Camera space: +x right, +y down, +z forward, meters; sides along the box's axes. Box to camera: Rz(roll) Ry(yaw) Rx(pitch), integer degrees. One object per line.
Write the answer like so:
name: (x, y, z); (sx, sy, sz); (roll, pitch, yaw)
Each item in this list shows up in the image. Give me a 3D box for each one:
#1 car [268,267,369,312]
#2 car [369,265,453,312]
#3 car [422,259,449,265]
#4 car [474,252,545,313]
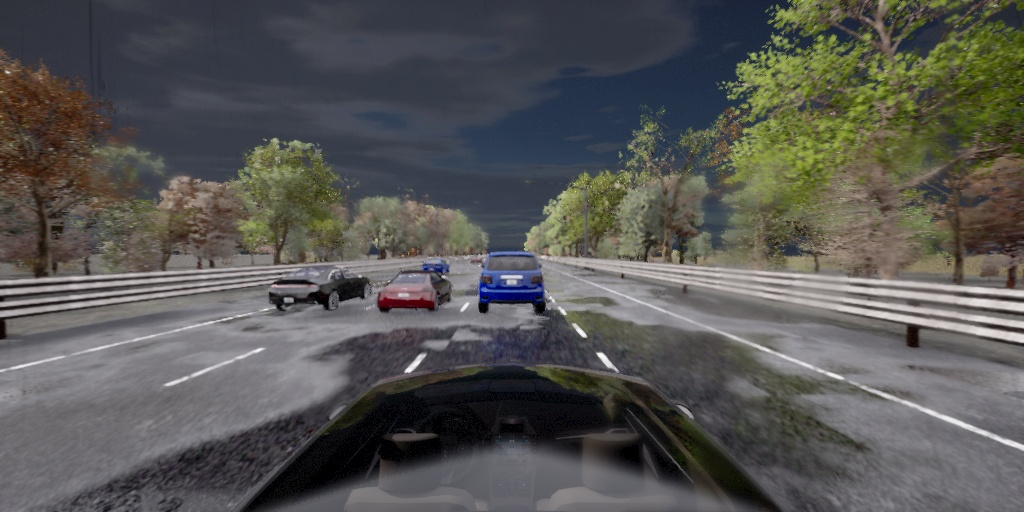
car: (-7.008, 1.150, 13.681); (2.128, 1.511, 4.902); (0, 0, 0)
car: (-3.507, 1.217, 13.611); (1.994, 1.385, 4.181); (0, 0, 0)
car: (-7.016, 0.987, 33.357); (1.882, 1.535, 5.008); (0, 0, 0)
car: (-0.007, 0.869, 13.609); (2.150, 2.045, 5.566); (0, 0, 0)
